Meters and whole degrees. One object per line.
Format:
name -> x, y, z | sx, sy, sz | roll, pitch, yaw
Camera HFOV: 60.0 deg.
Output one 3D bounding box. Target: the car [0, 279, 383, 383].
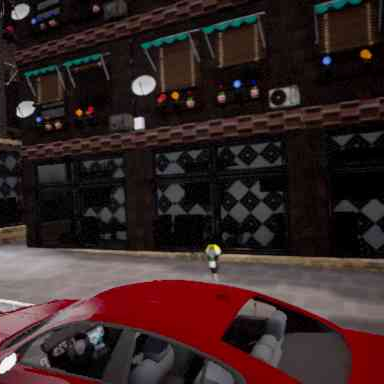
car -> -0.433, 1.500, 2.906 | 4.507, 1.381, 1.887 | -1, 0, 24
